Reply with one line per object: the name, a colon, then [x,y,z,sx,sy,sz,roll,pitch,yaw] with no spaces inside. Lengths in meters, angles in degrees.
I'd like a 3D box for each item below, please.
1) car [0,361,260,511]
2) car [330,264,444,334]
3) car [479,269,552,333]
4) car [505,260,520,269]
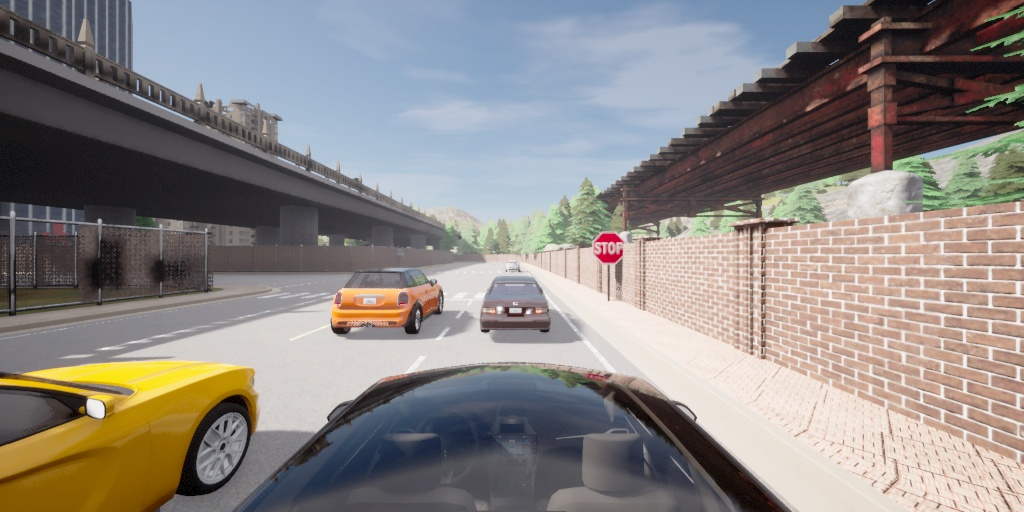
car: [-3.399,1.228,1.479,1.882,1.535,5.008,0,0,0]
car: [-3.422,1.102,10.736,2.097,1.767,4.553,0,0,0]
car: [0.079,1.297,10.758,2.033,1.411,5.357,0,0,0]
car: [0.092,1.276,45.486,1.812,1.442,4.674,0,0,-1]
